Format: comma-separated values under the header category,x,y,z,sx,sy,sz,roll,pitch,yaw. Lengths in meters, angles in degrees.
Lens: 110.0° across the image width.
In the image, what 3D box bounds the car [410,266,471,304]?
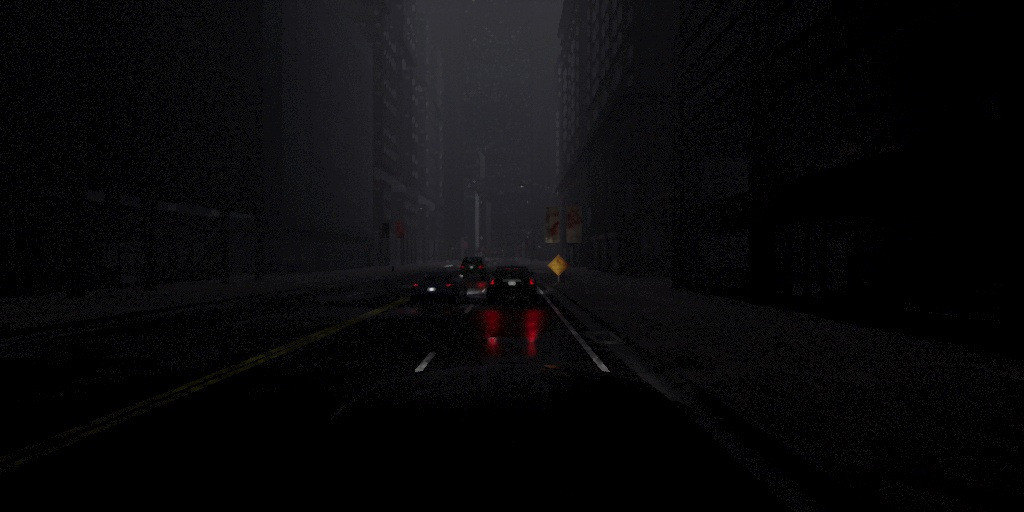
category,x,y,z,sx,sy,sz,roll,pitch,yaw
car,-3.250,1.321,16.500,1.994,1.385,4.181,0,0,0

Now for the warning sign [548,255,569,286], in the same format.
category,x,y,z,sx,sy,sz,roll,pitch,yaw
warning sign,2.850,0.862,21.943,1.300,1.860,1.060,0,0,0

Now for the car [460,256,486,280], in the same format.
category,x,y,z,sx,sy,sz,roll,pitch,yaw
car,-3.250,1.006,31.530,2.150,2.045,5.566,0,0,0

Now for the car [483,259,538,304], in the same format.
category,x,y,z,sx,sy,sz,roll,pitch,yaw
car,0.000,1.115,16.470,2.097,1.767,4.553,0,0,0
